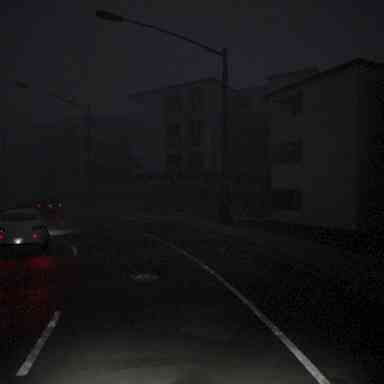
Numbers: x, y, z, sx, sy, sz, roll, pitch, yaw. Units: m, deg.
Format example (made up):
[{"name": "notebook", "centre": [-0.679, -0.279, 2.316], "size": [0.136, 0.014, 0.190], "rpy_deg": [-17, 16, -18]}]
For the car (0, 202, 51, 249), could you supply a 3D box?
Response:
[{"name": "car", "centre": [-6.673, 1.353, 13.045], "size": [1.812, 1.442, 4.674], "rpy_deg": [0, 1, -25]}]

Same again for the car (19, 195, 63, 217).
[{"name": "car", "centre": [-11.754, 1.021, 25.436], "size": [4.553, 1.767, 2.097], "rpy_deg": [1, 1, 44]}]
